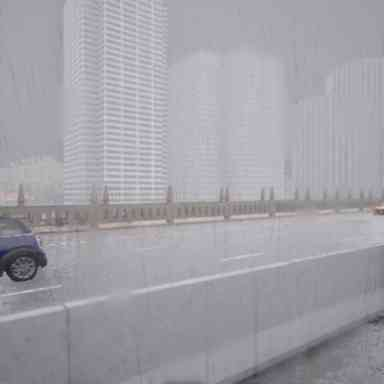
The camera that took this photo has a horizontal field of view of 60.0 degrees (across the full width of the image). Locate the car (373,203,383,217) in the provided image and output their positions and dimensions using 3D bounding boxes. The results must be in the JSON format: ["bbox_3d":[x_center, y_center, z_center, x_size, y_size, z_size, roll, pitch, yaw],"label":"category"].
[{"bbox_3d":[18.687,1.543,30.869,5.008,1.535,1.882,0,0,-36],"label":"car"}]

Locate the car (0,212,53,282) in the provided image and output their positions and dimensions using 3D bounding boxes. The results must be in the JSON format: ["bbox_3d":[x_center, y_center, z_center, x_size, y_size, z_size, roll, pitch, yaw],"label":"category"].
[{"bbox_3d":[-6.139,1.389,8.261,4.553,1.767,2.097,0,0,-35],"label":"car"}]
